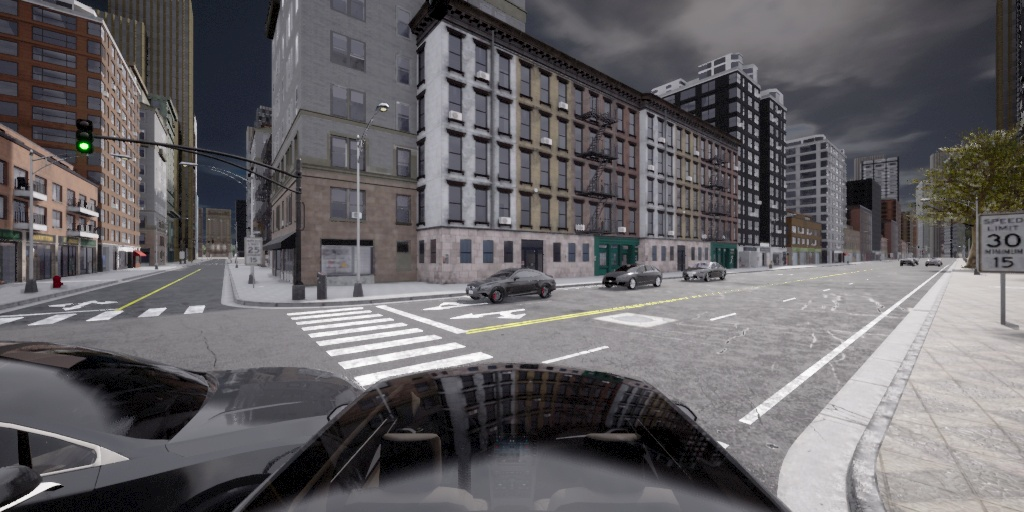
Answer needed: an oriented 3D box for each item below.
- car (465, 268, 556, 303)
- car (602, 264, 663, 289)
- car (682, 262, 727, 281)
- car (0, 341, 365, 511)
[{"bbox_3d":[0.059,1.287,16.809,4.674,1.442,1.812,0,0,-39],"label":"car"},{"bbox_3d":[7.787,1.259,22.989,4.892,1.490,1.837,0,0,-39],"label":"car"},{"bbox_3d":[15.834,1.237,29.413,4.902,1.511,2.128,0,0,-38],"label":"car"},{"bbox_3d":[-3.212,1.257,1.856,4.892,1.490,1.837,0,0,-34],"label":"car"}]
